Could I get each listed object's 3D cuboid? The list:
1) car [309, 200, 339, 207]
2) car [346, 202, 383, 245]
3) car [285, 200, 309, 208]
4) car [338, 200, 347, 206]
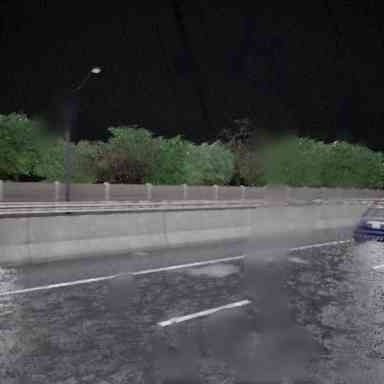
[{"bbox_3d":[15.412,1.611,36.482,4.892,1.490,1.837,0,0,-35],"label":"car"},{"bbox_3d":[9.094,1.384,14.539,4.553,1.767,2.097,0,0,-35],"label":"car"},{"bbox_3d":[13.259,1.653,39.248,5.357,1.411,2.033,0,0,-35],"label":"car"},{"bbox_3d":[16.987,1.667,33.307,4.181,1.385,1.994,0,0,-35],"label":"car"}]
